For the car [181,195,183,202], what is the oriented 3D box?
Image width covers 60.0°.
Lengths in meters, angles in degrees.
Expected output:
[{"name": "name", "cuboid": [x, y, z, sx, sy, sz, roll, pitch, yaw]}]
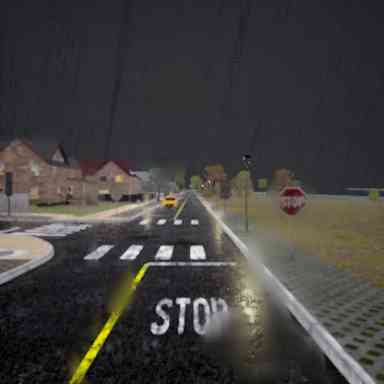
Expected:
[{"name": "car", "cuboid": [-2.739, 1.267, 67.067, 1.895, 1.301, 4.718, 0, 0, 0]}]

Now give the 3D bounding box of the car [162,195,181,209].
[{"name": "car", "cuboid": [-2.742, 1.313, 42.379, 1.882, 1.535, 5.008, 0, 2, 0]}]
